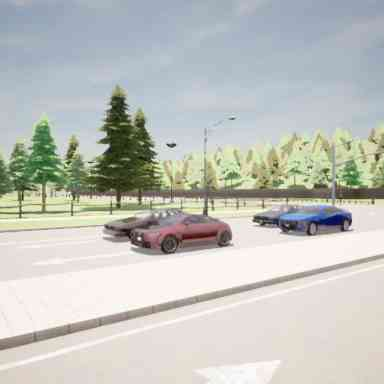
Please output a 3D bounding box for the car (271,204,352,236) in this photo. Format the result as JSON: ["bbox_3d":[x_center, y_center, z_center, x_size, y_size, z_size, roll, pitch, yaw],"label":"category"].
[{"bbox_3d":[6.990,1.475,18.700,5.008,1.535,1.882,0,0,-35],"label":"car"}]

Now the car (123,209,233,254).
[{"bbox_3d":[-0.345,1.563,13.546,4.181,1.385,1.994,0,0,-36],"label":"car"}]

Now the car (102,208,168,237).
[{"bbox_3d":[-1.705,1.546,16.869,5.357,1.411,2.033,0,0,-35],"label":"car"}]

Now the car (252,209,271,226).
[{"bbox_3d":[6.531,1.544,22.643,5.357,1.411,2.033,0,0,-35],"label":"car"}]
